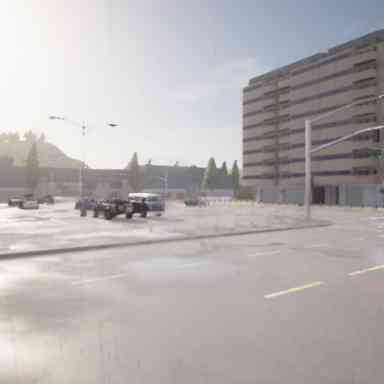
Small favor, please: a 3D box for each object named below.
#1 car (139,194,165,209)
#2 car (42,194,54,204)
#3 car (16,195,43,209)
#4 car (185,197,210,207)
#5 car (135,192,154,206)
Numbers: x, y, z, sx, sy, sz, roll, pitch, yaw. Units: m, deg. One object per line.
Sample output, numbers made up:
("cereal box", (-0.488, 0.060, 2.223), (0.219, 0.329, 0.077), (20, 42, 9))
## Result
("car", (-6.503, 1.597, 56.305), (2.128, 1.511, 4.902), (0, 0, -35))
("car", (-26.406, 1.236, 60.235), (1.932, 1.855, 4.605), (0, 0, -35))
("car", (-20.982, 1.468, 42.767), (1.970, 1.475, 3.806), (0, 0, -35))
("car", (0.843, 1.600, 51.950), (2.128, 1.511, 4.902), (0, 0, -35))
("car", (-8.378, 1.054, 65.139), (2.150, 2.045, 5.566), (0, 0, -35))
